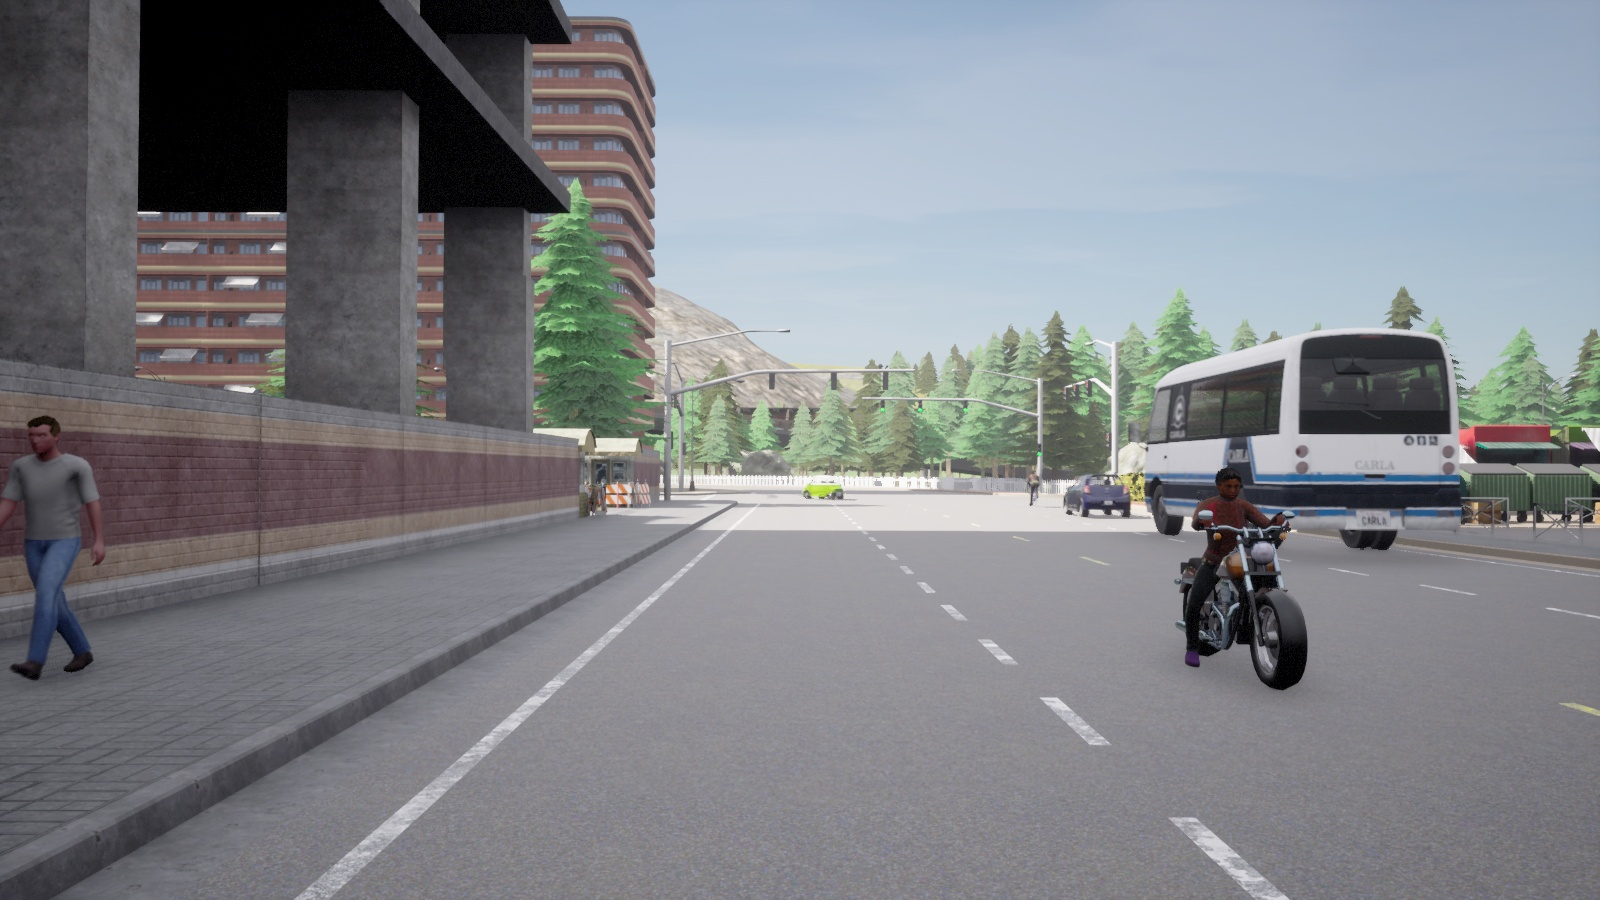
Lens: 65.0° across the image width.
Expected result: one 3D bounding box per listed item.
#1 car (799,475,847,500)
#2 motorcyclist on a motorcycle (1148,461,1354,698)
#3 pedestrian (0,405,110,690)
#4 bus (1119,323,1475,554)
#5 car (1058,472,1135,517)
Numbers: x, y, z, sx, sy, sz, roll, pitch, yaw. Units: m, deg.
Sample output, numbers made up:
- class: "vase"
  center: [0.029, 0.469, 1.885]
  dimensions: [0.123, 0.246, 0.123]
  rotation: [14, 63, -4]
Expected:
- class: "car"
  center: [1.295, 2.090, 70.497]
  dimensions: [2.207, 1.376, 1.481]
  rotation: [0, -1, 41]
- class: "motorcyclist on a motorcycle"
  center: [3.475, 0.918, 9.942]
  dimensions: [0.766, 1.649, 2.350]
  rotation: [0, -1, 0]
- class: "pedestrian"
  center: [-5.030, 0.635, 8.458]
  dimensions: [0.354, 1.836, 0.706]
  rotation: [0, -1, 2]
- class: "bus"
  center: [10.496, -0.128, 28.388]
  dimensions: [3.944, 4.253, 10.273]
  rotation: [0, -1, 0]
- class: "car"
  center: [10.390, 1.528, 44.211]
  dimensions: [1.845, 1.501, 3.633]
  rotation: [0, -1, 0]
